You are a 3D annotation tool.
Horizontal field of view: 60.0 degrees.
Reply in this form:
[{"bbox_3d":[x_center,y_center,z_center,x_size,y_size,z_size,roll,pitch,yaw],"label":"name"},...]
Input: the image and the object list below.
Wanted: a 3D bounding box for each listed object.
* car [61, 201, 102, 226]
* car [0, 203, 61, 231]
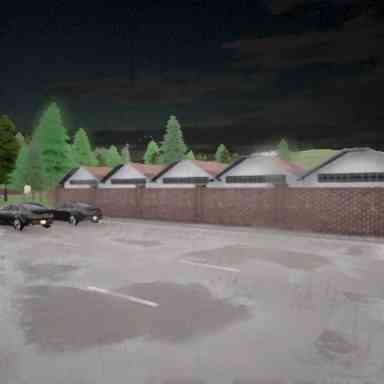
[{"bbox_3d":[-8.183,1.398,22.657,4.892,1.490,1.837,0,0,35],"label":"car"},{"bbox_3d":[-10.204,1.399,19.799,4.892,1.490,1.837,0,0,35],"label":"car"}]
